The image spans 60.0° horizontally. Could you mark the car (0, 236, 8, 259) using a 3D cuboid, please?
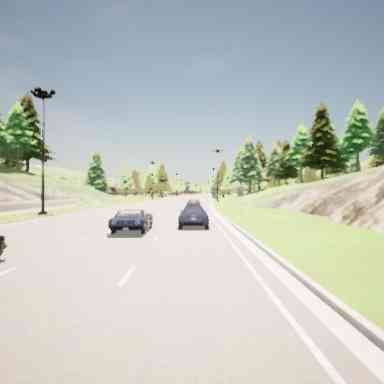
[{"bbox_3d":[-6.898,1.610,8.657,1.895,1.301,4.718,0,0,0],"label":"car"}]

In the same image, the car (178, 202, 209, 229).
[{"bbox_3d":[0.103,1.588,22.101,1.994,1.385,4.181,0,0,0],"label":"car"}]

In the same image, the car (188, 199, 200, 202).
[{"bbox_3d":[0.222,1.590,40.525,2.033,1.411,5.357,0,0,1],"label":"car"}]

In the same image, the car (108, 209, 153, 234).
[{"bbox_3d":[-3.397,1.621,19.326,1.895,1.301,4.718,0,0,0],"label":"car"}]
